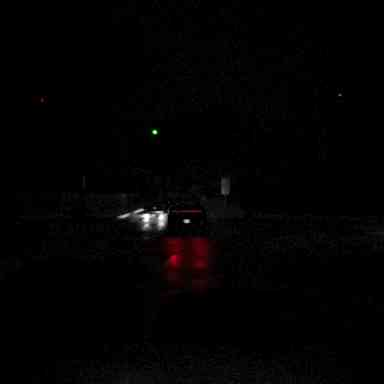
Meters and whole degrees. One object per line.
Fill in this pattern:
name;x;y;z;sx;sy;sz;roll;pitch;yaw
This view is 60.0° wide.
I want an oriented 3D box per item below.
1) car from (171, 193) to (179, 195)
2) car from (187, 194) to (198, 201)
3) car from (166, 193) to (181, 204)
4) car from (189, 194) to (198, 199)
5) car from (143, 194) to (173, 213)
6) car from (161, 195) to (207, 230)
car;-2.944;1.108;39.764;1.895;1.301;4.718;0;0;1
car;0.197;1.000;61.859;1.994;1.385;4.181;0;0;1
car;-2.768;0.942;50.354;1.882;1.535;5.008;0;0;1
car;0.376;1.021;77.727;1.895;1.301;4.718;0;0;1
car;-3.080;1.126;29.530;1.994;1.385;4.181;0;0;1
car;-0.257;1.099;17.694;2.128;1.511;4.902;0;0;0
